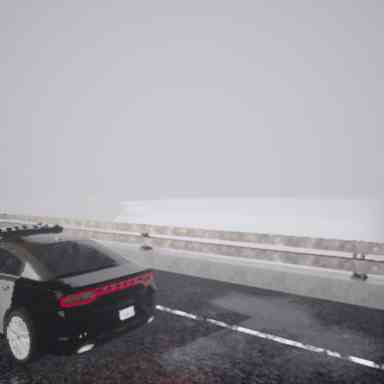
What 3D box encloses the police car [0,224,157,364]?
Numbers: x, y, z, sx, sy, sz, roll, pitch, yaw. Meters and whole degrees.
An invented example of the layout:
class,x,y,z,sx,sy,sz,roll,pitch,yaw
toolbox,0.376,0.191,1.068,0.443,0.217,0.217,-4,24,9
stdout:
class,x,y,z,sx,sy,sz,roll,pitch,yaw
police car,-2.978,1.434,6.007,5.238,1.638,1.930,0,0,36
